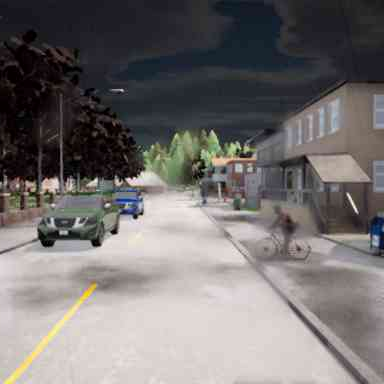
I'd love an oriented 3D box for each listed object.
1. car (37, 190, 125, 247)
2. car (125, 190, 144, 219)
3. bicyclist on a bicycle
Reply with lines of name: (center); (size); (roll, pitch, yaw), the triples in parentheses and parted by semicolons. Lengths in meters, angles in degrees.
car: (-4.550, 1.024, 14.301); (2.150, 2.045, 5.566); (0, 1, -2)
car: (-4.906, 0.874, 25.026); (2.150, 2.045, 5.566); (0, 1, -2)
bicyclist on a bicycle: (2.652, 1.209, 9.736); (1.656, 1.620, 0.582); (0, 1, -2)
